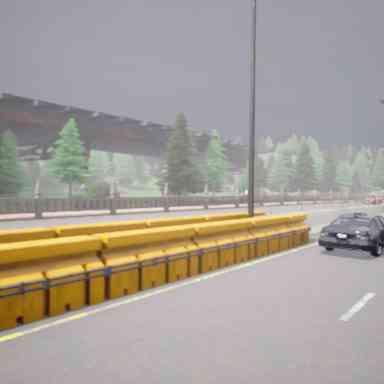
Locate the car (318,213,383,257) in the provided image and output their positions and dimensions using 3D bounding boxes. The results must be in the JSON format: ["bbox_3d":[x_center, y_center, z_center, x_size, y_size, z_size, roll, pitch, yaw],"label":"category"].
[{"bbox_3d":[6.759,1.550,13.212,2.033,1.411,5.357,1,1,41],"label":"car"}]
